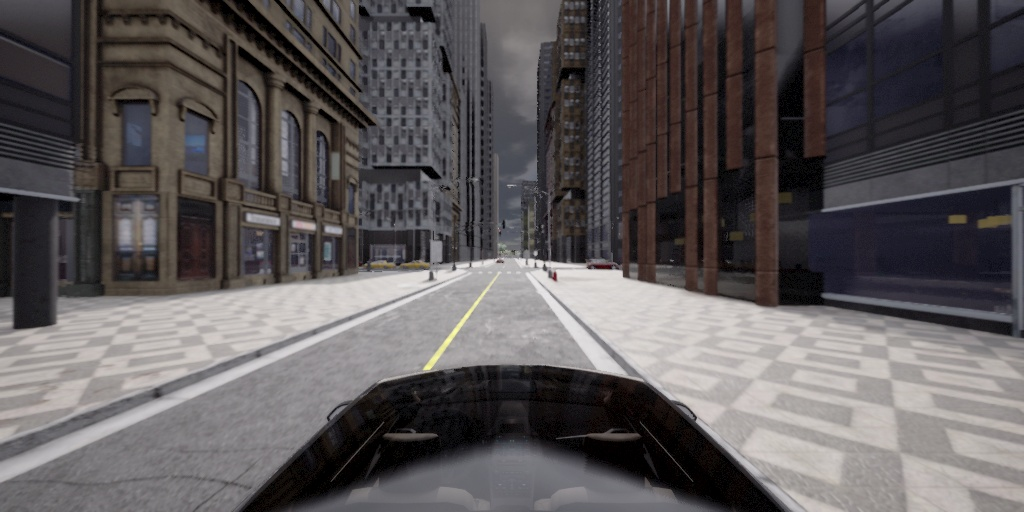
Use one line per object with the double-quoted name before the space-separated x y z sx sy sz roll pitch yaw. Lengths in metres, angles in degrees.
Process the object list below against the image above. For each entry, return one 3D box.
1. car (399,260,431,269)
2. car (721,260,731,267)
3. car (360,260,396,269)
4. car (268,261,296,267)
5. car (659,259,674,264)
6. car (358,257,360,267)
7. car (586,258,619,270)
"car" -15.000 1.307 55.850 4.829 1.417 1.751 0 0 0
"car" 28.735 1.195 47.047 4.403 1.370 2.007 0 0 0
"car" -20.602 1.322 55.885 4.829 1.417 1.751 0 0 0
"car" -31.672 1.345 47.430 4.507 1.381 1.888 0 0 0
"car" 23.162 1.125 55.608 4.097 1.591 1.967 0 0 0
"car" -26.033 1.126 55.919 5.009 1.841 2.192 0 0 0
"car" 11.909 1.125 47.154 4.097 1.591 1.967 0 0 0
